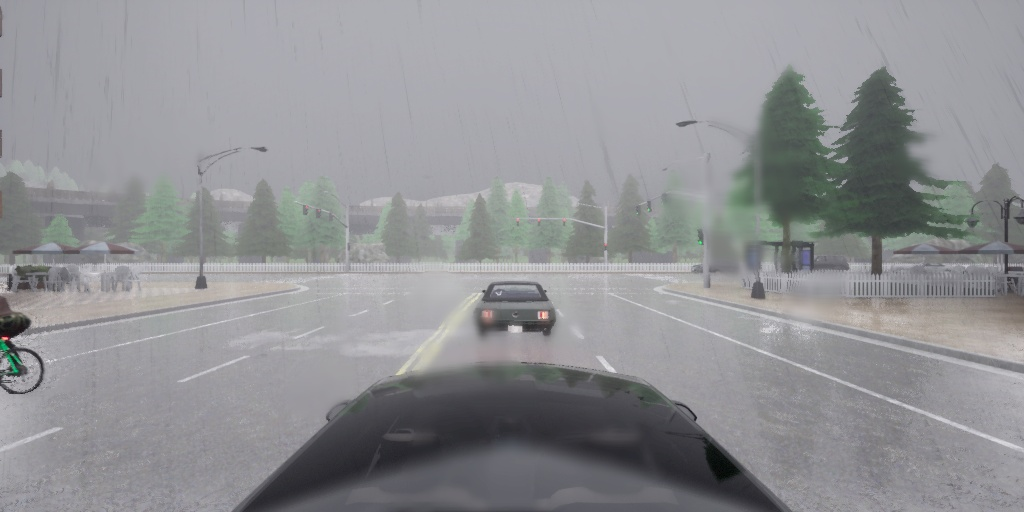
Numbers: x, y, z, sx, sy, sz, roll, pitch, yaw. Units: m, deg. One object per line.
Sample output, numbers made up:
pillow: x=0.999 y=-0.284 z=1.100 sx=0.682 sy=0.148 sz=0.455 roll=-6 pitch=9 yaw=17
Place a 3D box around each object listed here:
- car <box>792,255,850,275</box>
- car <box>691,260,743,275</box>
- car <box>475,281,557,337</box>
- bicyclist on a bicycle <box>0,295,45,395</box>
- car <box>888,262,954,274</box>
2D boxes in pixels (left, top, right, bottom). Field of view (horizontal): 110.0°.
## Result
car: x=31.992 y=0.916 z=37.598 sx=5.566 sy=2.045 sz=2.150 roll=0 pitch=0 yaw=1
car: x=21.492 y=1.186 z=37.672 sx=4.902 sy=1.511 sz=2.128 roll=0 pitch=0 yaw=0
car: x=0.074 y=1.351 z=10.240 sx=1.895 sy=1.301 sz=4.718 roll=0 pitch=0 yaw=0
bicyclist on a bicycle: x=-7.506 y=1.205 z=5.107 sx=1.656 sy=1.620 sz=0.582 roll=-2 pitch=0 yaw=0
car: x=41.981 y=1.295 z=36.739 sx=4.718 sy=1.301 sz=1.895 roll=0 pitch=0 yaw=11
